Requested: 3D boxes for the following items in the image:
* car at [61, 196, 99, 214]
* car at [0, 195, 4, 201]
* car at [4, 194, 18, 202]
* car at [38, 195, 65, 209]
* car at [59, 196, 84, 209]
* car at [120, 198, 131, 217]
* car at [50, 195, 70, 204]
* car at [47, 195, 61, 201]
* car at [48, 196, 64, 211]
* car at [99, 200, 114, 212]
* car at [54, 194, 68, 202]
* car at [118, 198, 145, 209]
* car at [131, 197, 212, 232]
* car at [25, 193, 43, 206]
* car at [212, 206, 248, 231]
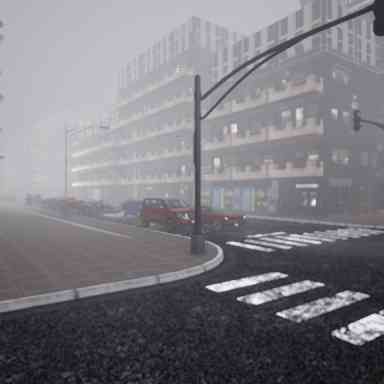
[{"bbox_3d":[-11.350,1.440,33.568,1.887,1.381,4.507,0,0,-36],"label":"car"},{"bbox_3d":[-41.261,1.267,74.852,1.967,1.590,4.097,0,0,-36],"label":"car"},{"bbox_3d":[-37.937,1.409,70.266,1.802,1.307,4.206,0,0,-36],"label":"car"},{"bbox_3d":[-17.998,1.432,42.744,1.947,1.339,4.313,0,0,-36],"label":"car"},{"bbox_3d":[-16.333,1.341,44.940,1.882,1.535,5.008,0,0,-36],"label":"car"},{"bbox_3d":[-4.382,1.394,28.359,1.882,1.535,5.008,0,0,-36],"label":"car"},{"bbox_3d":[-24.347,1.376,61.390,2.033,1.411,5.357,0,0,-37],"label":"car"},{"bbox_3d":[-31.149,1.372,75.181,2.008,1.369,4.403,0,0,-36],"label":"car"},{"bbox_3d":[-14.674,1.447,38.156,1.947,1.339,4.313,0,0,-36],"label":"car"},{"bbox_3d":[-10.311,1.490,36.557,1.895,1.301,4.718,0,0,-36],"label":"car"},{"bbox_3d":[-27.827,1.262,70.595,1.967,1.590,4.097,0,0,-36],"label":"car"},{"bbox_3d":[-7.888,1.457,43.073,1.802,1.307,4.206,0,0,-36],"label":"car"},{"bbox_3d":[-1.380,1.259,19.806,2.192,1.841,5.009,0,0,-36],"label":"car"},{"bbox_3d":[-24.643,1.158,51.917,2.192,1.841,5.009,0,0,-36],"label":"car"},{"bbox_3d":[1.214,1.546,20.658,1.895,1.301,4.718,0,0,-37],"label":"car"}]
